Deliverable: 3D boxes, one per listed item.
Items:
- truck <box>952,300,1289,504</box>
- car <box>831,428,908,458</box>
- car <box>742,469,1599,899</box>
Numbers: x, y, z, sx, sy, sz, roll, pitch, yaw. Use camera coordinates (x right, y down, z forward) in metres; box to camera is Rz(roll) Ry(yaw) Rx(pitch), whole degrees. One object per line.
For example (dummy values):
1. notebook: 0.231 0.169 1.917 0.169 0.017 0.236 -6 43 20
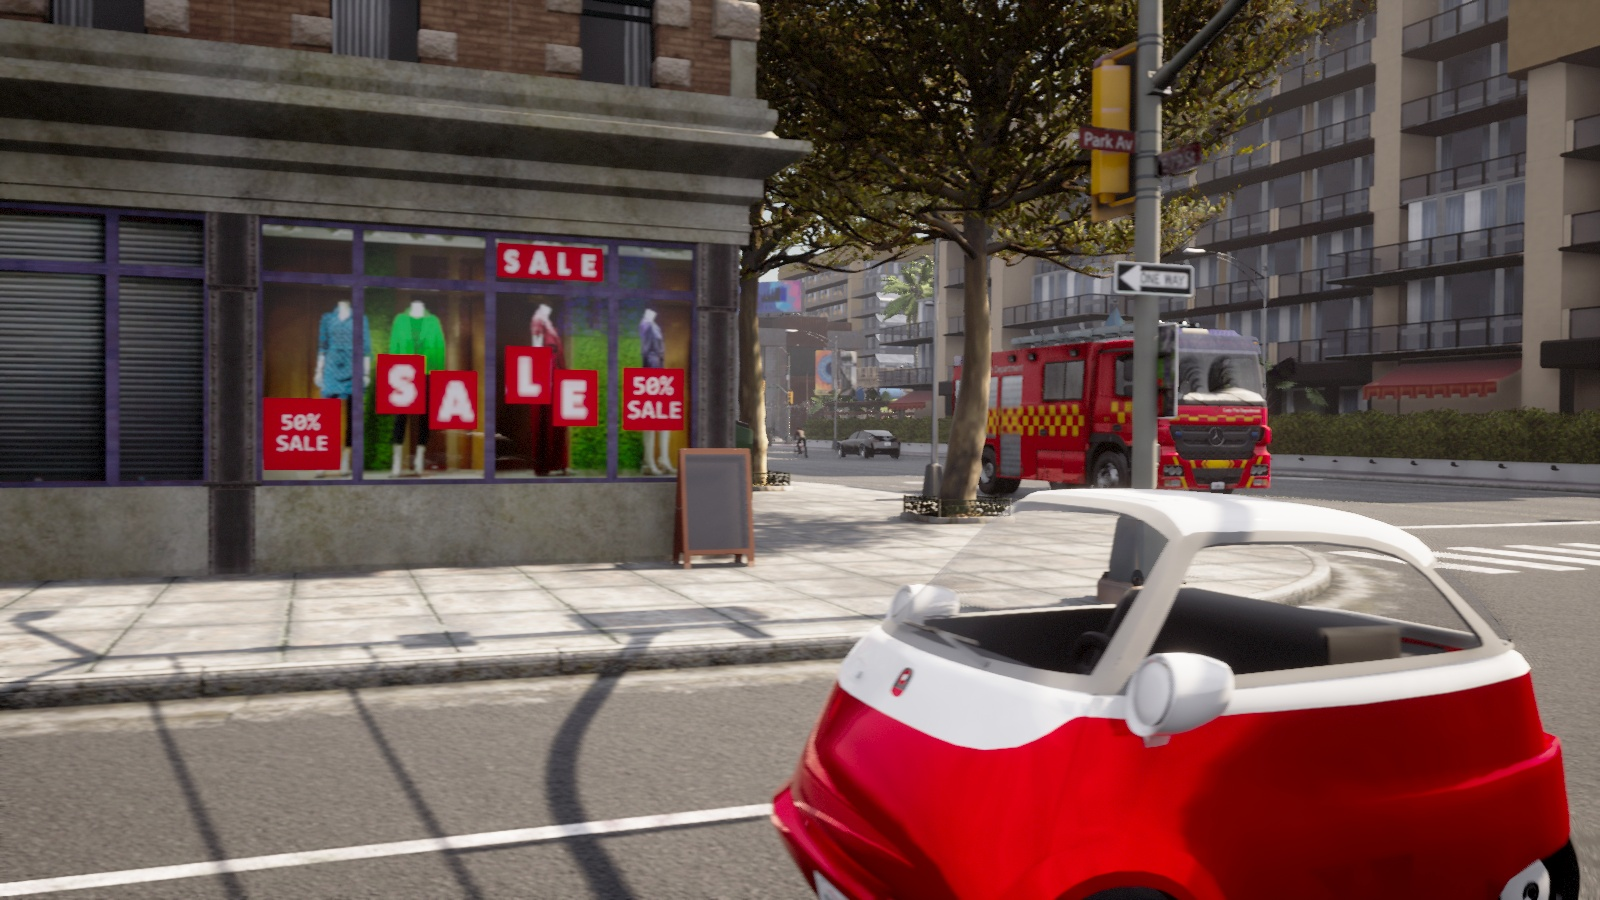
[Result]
1. truck: 6.702 -0.975 28.055 2.891 3.827 8.468 -1 1 -21
2. car: 3.562 -0.380 65.385 2.163 1.488 4.792 -1 1 -21
3. car: 1.113 0.771 3.662 2.207 1.376 1.481 0 1 -21
